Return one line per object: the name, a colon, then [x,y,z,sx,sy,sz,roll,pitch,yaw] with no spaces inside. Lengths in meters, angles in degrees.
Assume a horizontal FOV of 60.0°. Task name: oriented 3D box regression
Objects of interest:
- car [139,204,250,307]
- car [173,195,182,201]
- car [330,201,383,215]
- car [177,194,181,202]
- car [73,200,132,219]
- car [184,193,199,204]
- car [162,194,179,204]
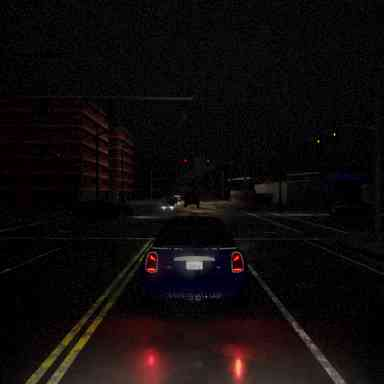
car: [0.053,1.352,8.162,2.097,1.767,4.553,0,0,0]
car: [-3.726,1.540,84.725,2.033,1.411,5.357,0,0,0]
car: [16.379,1.601,33.255,4.718,1.301,1.895,0,0,0]
car: [-3.719,1.547,63.783,2.033,1.411,5.357,0,0,0]
car: [-7.574,1.465,28.475,4.892,1.490,1.837,0,1,-18]
car: [-0.051,1.221,51.605,2.150,2.045,5.566,0,0,0]
car: [-3.726,1.547,53.702,2.033,1.411,5.357,0,0,0]
